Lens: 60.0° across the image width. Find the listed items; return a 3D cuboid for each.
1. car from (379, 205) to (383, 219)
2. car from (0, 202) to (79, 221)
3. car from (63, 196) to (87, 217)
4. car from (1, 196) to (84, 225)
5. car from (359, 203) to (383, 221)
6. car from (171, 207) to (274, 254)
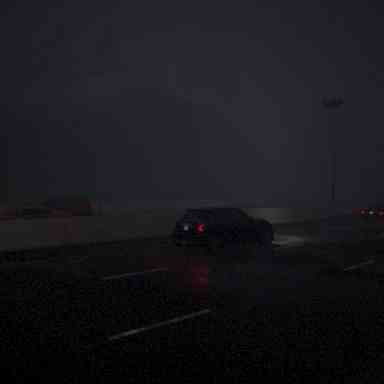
[{"bbox_3d":[12.964,1.597,19.592,4.181,1.385,1.994,0,0,-43],"label":"car"},{"bbox_3d":[-9.435,1.560,18.970,5.008,1.535,1.882,0,0,-38],"label":"car"},{"bbox_3d":[-9.659,1.317,23.232,5.566,2.045,2.150,0,0,-39],"label":"car"},{"bbox_3d":[-11.654,1.331,26.115,5.566,2.045,2.150,0,0,-39],"label":"car"},{"bbox_3d":[15.070,1.596,26.477,2.033,1.411,5.357,0,0,45],"label":"car"},{"bbox_3d":[1.416,1.393,14.004,4.553,1.767,2.097,0,0,-39],"label":"car"}]
